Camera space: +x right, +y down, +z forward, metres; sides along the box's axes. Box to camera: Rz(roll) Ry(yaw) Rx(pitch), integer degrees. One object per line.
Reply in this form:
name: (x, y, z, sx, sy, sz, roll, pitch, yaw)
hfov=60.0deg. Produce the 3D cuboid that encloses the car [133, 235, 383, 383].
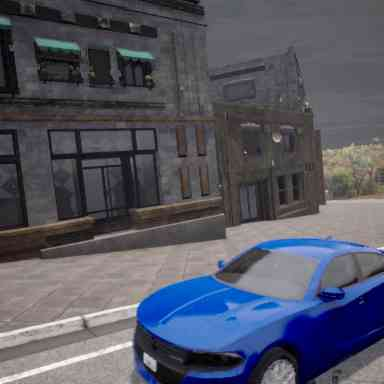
car: (1.572, 1.470, 4.904, 5.008, 1.535, 1.882, 0, 0, -37)
